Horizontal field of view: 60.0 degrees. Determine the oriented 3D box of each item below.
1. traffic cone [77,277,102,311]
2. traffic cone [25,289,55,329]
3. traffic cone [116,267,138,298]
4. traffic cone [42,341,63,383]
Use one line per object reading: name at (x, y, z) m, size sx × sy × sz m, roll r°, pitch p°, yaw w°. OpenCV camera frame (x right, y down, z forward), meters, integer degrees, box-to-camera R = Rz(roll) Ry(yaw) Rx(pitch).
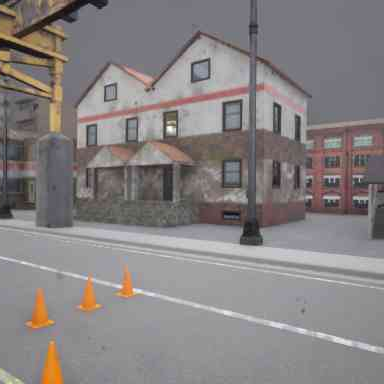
traffic cone at (-1.998, 1.949, 6.465) m, size 0.340 × 0.580 × 0.340 m, roll 0°, pitch 0°, yaw 36°
traffic cone at (-2.583, 1.949, 5.654) m, size 0.340 × 0.580 × 0.340 m, roll 0°, pitch 0°, yaw 36°
traffic cone at (-1.413, 1.949, 7.276) m, size 0.340 × 0.580 × 0.340 m, roll 0°, pitch 0°, yaw 36°
traffic cone at (-1.546, 1.952, 3.673) m, size 0.340 × 0.580 × 0.340 m, roll 0°, pitch 0°, yaw 36°
